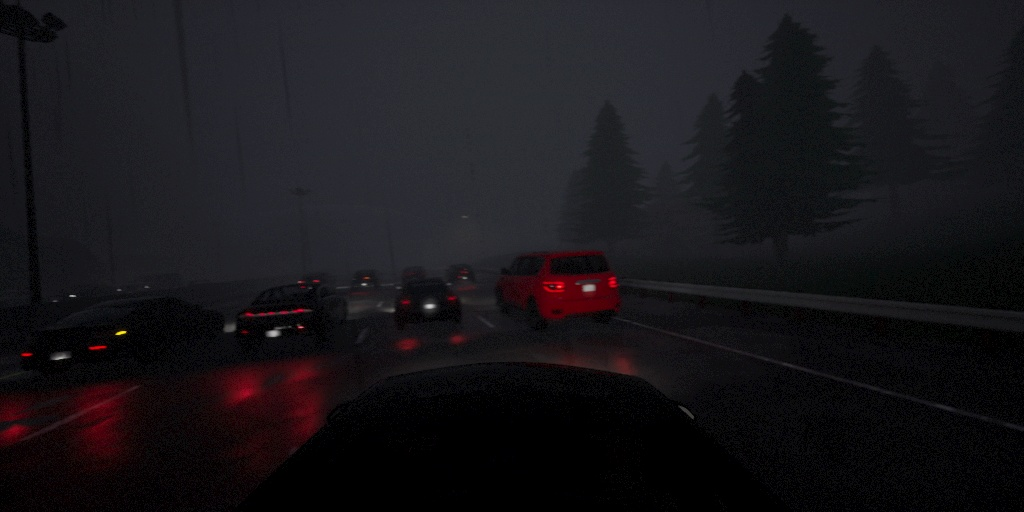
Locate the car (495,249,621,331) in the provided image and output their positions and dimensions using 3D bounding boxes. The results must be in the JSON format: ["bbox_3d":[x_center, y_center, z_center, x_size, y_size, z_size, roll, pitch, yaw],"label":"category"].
[{"bbox_3d":[1.061,0.880,10.999,2.150,2.045,5.566,-3,0,-17],"label":"car"}]

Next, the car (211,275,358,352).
[{"bbox_3d":[-6.013,1.542,10.307,2.128,1.511,4.902,-3,0,-16],"label":"car"}]

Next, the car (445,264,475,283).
[{"bbox_3d":[-4.169,1.391,28.642,1.837,1.490,4.892,-3,0,-17],"label":"car"}]

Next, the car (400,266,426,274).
[{"bbox_3d":[-8.115,1.577,29.641,1.882,1.535,5.008,-3,0,-17],"label":"car"}]

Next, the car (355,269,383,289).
[{"bbox_3d":[-11.176,1.780,27.681,1.837,1.490,4.892,-3,0,-17],"label":"car"}]

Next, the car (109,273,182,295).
[{"bbox_3d":[-30.349,2.546,30.411,2.150,2.045,5.566,-3,0,-16],"label":"car"}]

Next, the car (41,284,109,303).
[{"bbox_3d":[-33.256,2.982,27.914,2.128,1.511,4.902,-3,0,-16],"label":"car"}]

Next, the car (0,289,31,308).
[{"bbox_3d":[-36.325,3.191,25.942,1.812,1.442,4.674,-3,0,-16],"label":"car"}]

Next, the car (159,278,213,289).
[{"bbox_3d":[-26.583,2.716,30.026,1.895,1.301,4.718,-3,0,-16],"label":"car"}]

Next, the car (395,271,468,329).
[{"bbox_3d":[-2.926,1.438,12.197,1.994,1.385,4.181,-3,0,-16],"label":"car"}]

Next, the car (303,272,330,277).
[{"bbox_3d":[-14.666,1.974,27.158,1.837,1.490,4.892,-3,0,-17],"label":"car"}]

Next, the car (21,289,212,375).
[{"bbox_3d":[-9.286,1.761,9.059,1.812,1.442,4.674,-3,0,-16],"label":"car"}]
